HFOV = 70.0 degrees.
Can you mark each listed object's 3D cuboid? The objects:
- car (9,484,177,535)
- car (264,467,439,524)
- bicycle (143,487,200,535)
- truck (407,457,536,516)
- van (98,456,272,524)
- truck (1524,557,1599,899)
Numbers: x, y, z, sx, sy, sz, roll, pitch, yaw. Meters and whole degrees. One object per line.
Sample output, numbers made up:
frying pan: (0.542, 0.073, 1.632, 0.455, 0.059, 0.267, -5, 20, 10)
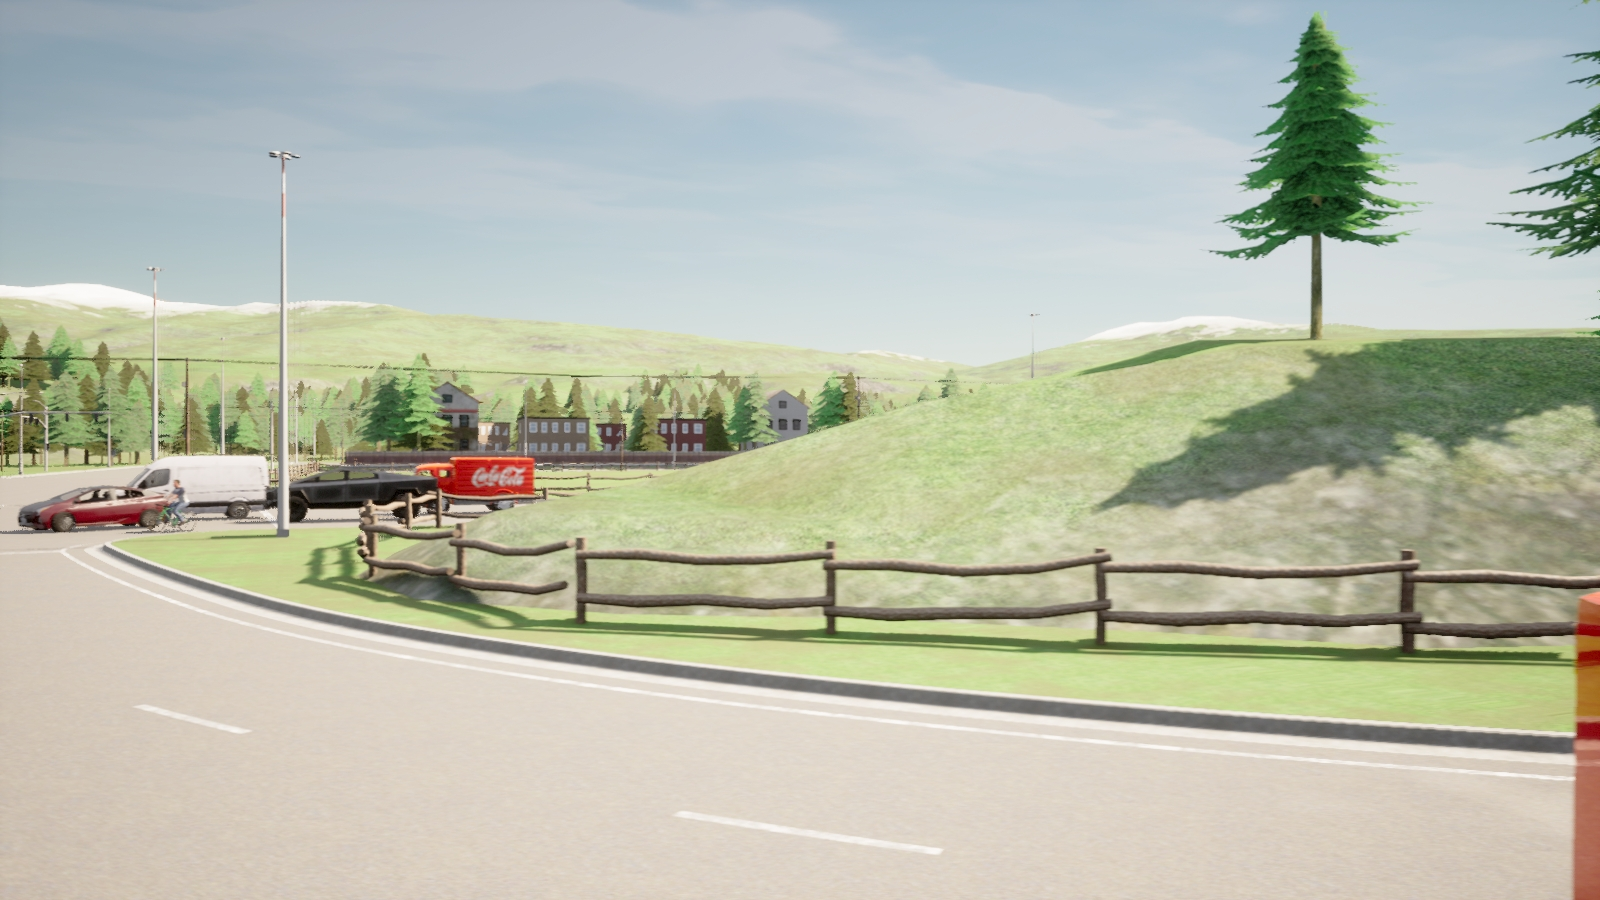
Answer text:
car: (-24.490, 2.021, 39.730, 2.007, 1.525, 4.514, 0, 0, 34)
car: (-17.653, 1.739, 45.119, 6.274, 2.098, 2.390, 0, 0, -23)
bicycle: (-21.049, 2.040, 38.292, 0.373, 1.496, 1.643, 4, 3, 33)
truck: (-14.465, 1.553, 50.264, 5.204, 2.467, 2.627, 0, 0, -23)
van: (-24.357, 1.515, 45.396, 5.915, 2.561, 1.988, 0, 0, -34)
truck: (4.353, 1.572, 1.510, 5.204, 2.467, 2.627, 0, 1, 16)
